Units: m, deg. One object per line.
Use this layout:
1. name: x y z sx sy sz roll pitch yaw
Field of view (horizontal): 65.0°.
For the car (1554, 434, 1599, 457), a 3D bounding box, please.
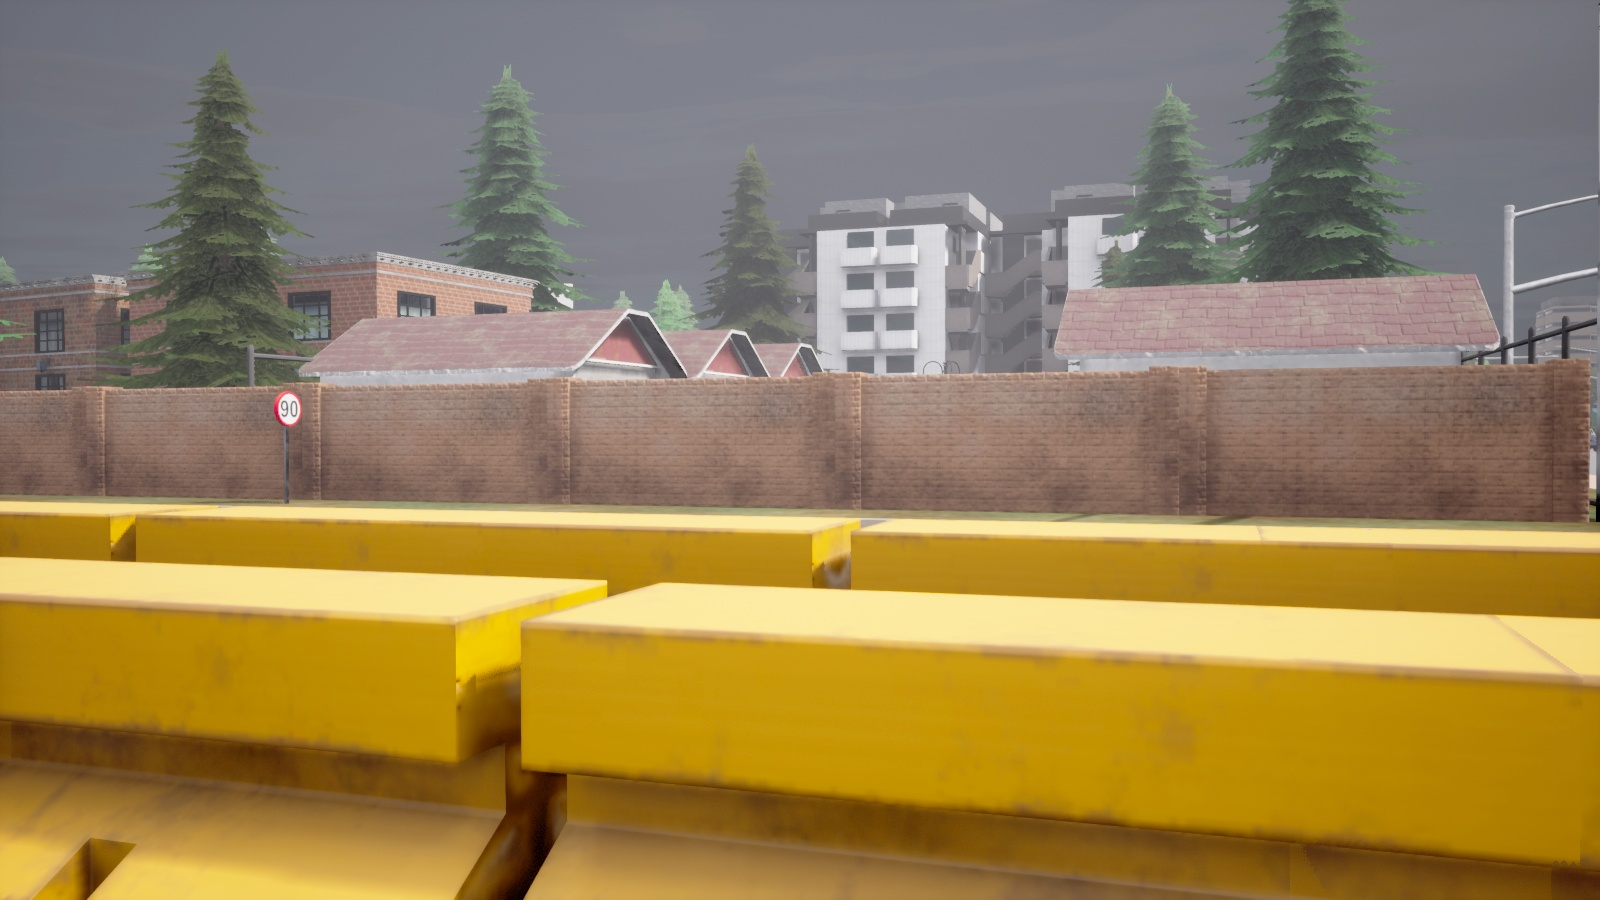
1. car: 50.429 -0.323 81.439 1.970 1.475 3.806 1 1 20
